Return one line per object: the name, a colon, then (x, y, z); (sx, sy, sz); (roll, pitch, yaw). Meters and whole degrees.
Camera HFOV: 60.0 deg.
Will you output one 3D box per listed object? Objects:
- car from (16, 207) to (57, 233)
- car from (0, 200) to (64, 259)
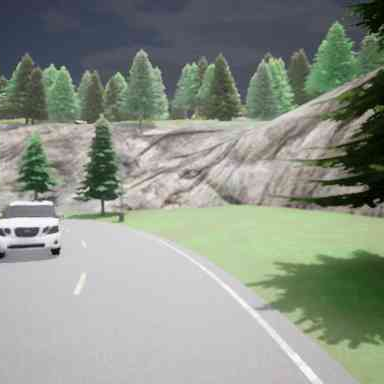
car: (-10.501, 1.802, 22.324); (1.994, 1.385, 4.181); (0, -1, -33)
car: (-6.589, 1.371, 13.726); (2.150, 2.045, 5.566); (0, -1, -22)
